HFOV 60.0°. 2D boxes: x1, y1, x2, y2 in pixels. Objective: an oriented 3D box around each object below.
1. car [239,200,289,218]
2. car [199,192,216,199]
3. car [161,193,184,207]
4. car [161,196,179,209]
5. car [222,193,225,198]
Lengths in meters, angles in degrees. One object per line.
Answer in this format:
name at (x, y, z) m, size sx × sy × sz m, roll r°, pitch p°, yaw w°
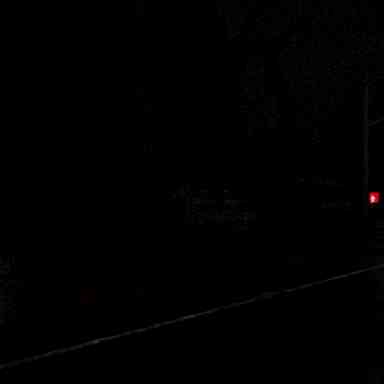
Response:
car at (6.473, 1.493, 30.358) m, size 1.882 × 1.535 × 5.008 m, roll 0°, pitch 0°, yaw -37°
car at (4.889, 1.112, 92.279) m, size 1.932 × 1.855 × 4.605 m, roll 0°, pitch 0°, yaw -37°
car at (-3.692, 1.367, 50.066) m, size 2.097 × 1.767 × 4.553 m, roll 0°, pitch 0°, yaw -35°
car at (-4.023, 1.580, 44.312) m, size 1.994 × 1.385 × 4.181 m, roll 0°, pitch 0°, yaw -36°
car at (6.976, 1.092, 94.342) m, size 1.905 × 1.878 × 3.866 m, roll 0°, pitch 0°, yaw -37°
